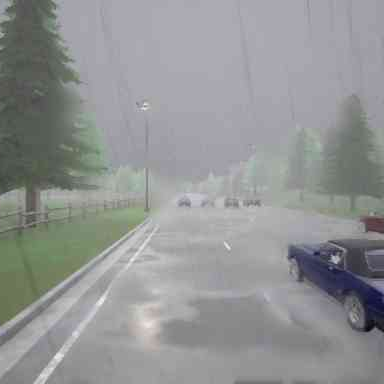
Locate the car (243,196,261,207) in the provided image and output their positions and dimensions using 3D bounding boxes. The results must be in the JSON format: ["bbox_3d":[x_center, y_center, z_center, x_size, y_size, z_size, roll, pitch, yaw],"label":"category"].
[{"bbox_3d":[9.315,1.352,52.106,2.097,1.767,4.553,0,0,-1],"label":"car"}]

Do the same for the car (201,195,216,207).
[{"bbox_3d":[2.375,1.601,50.902,1.895,1.301,4.718,0,0,-1],"label":"car"}]

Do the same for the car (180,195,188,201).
[{"bbox_3d":[-2.034,1.540,87.231,2.033,1.411,5.357,0,0,-1],"label":"car"}]

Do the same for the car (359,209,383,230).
[{"bbox_3d":[10.253,1.477,16.538,1.882,1.535,5.008,0,0,-1],"label":"car"}]

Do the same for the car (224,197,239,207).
[{"bbox_3d":[5.885,1.491,50.255,2.128,1.511,4.902,0,0,-1],"label":"car"}]

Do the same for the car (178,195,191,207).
[{"bbox_3d":[-1.124,1.601,51.019,1.895,1.301,4.718,0,0,-1],"label":"car"}]

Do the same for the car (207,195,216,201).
[{"bbox_3d":[5.018,1.524,85.158,1.812,1.442,4.674,0,0,-1],"label":"car"}]

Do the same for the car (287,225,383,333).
[{"bbox_3d":[3.483,1.601,6.741,1.895,1.301,4.718,0,0,-1],"label":"car"}]
